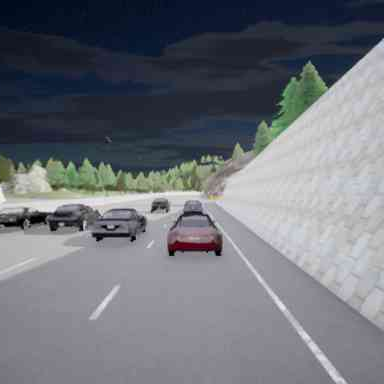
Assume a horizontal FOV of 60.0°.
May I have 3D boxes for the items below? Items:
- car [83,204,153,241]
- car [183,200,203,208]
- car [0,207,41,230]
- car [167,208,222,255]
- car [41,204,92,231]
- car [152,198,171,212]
[{"bbox_3d":[-3.399,1.513,16.449,2.033,1.411,5.357,0,0,0],"label":"car"},{"bbox_3d":[0.101,1.481,31.359,2.033,1.411,5.357,0,0,0],"label":"car"},{"bbox_3d":[-10.399,1.557,20.470,1.895,1.301,4.718,0,0,0],"label":"car"},{"bbox_3d":[0.101,1.536,13.237,1.994,1.385,4.181,0,0,0],"label":"car"},{"bbox_3d":[-6.899,1.462,20.011,1.837,1.490,4.892,0,0,0],"label":"car"},{"bbox_3d":[-3.399,1.427,36.807,1.837,1.490,4.892,0,0,0],"label":"car"}]
